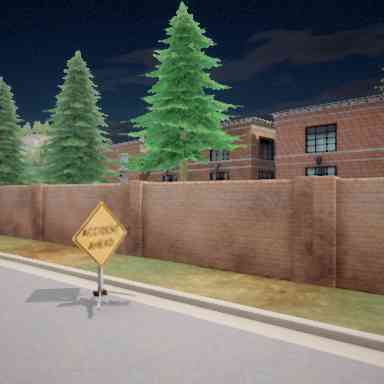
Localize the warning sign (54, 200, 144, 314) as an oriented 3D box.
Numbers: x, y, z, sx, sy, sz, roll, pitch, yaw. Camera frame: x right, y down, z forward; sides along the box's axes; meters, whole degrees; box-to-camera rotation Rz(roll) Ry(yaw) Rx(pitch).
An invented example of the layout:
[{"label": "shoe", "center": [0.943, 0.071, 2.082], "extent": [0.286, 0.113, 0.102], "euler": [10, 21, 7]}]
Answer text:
[{"label": "warning sign", "center": [-1.766, 1.114, 6.419], "extent": [1.060, 1.860, 1.300], "euler": [0, 0, 36]}]
